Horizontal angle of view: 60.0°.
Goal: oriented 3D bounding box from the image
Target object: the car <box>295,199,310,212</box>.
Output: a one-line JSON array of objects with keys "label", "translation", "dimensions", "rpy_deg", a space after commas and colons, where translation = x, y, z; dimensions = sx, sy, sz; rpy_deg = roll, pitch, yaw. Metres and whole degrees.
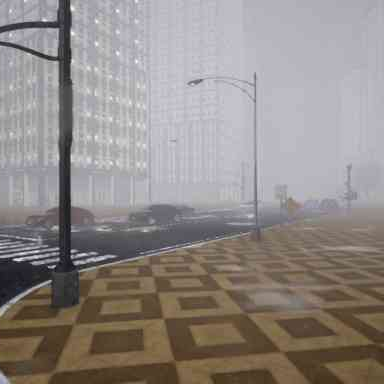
[{"label": "car", "translation": [13.880, 1.897, 44.366], "dimensions": [1.895, 1.301, 4.718], "rpy_deg": [0, -1, 33]}]

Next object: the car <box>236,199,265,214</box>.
[{"label": "car", "translation": [7.046, 1.792, 40.148], "dimensions": [1.812, 1.442, 4.674], "rpy_deg": [0, -1, 34]}]

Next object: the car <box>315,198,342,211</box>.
[{"label": "car", "translation": [19.263, 1.662, 46.740], "dimensions": [2.097, 1.767, 4.553], "rpy_deg": [0, 0, 32]}]

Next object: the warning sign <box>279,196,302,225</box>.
[{"label": "warning sign", "translation": [6.804, 1.250, 22.965], "dimensions": [1.300, 1.860, 1.060], "rpy_deg": [0, 0, 34]}]

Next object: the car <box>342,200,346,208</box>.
[{"label": "car", "translation": [24.421, 1.964, 55.223], "dimensions": [1.895, 1.301, 4.718], "rpy_deg": [0, 0, 30]}]

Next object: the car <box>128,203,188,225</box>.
[{"label": "car", "translation": [-2.755, 1.634, 25.739], "dimensions": [1.882, 1.535, 5.008], "rpy_deg": [0, -1, 34]}]

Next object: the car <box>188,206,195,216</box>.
[{"label": "car", "translation": [-1.711, 1.814, 33.031], "dimensions": [1.895, 1.301, 4.718], "rpy_deg": [0, -1, 34]}]

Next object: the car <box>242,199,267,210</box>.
[{"label": "car", "translation": [9.346, 1.843, 49.471], "dimensions": [1.837, 1.490, 4.892], "rpy_deg": [0, -1, 33]}]

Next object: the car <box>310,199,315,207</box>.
[{"label": "car", "translation": [19.101, 1.830, 52.762], "dimensions": [1.882, 1.535, 5.008], "rpy_deg": [0, 0, 31]}]

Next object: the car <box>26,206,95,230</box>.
[{"label": "car", "translation": [-8.802, 1.658, 22.635], "dimensions": [1.812, 1.442, 4.674], "rpy_deg": [0, -1, 34]}]
